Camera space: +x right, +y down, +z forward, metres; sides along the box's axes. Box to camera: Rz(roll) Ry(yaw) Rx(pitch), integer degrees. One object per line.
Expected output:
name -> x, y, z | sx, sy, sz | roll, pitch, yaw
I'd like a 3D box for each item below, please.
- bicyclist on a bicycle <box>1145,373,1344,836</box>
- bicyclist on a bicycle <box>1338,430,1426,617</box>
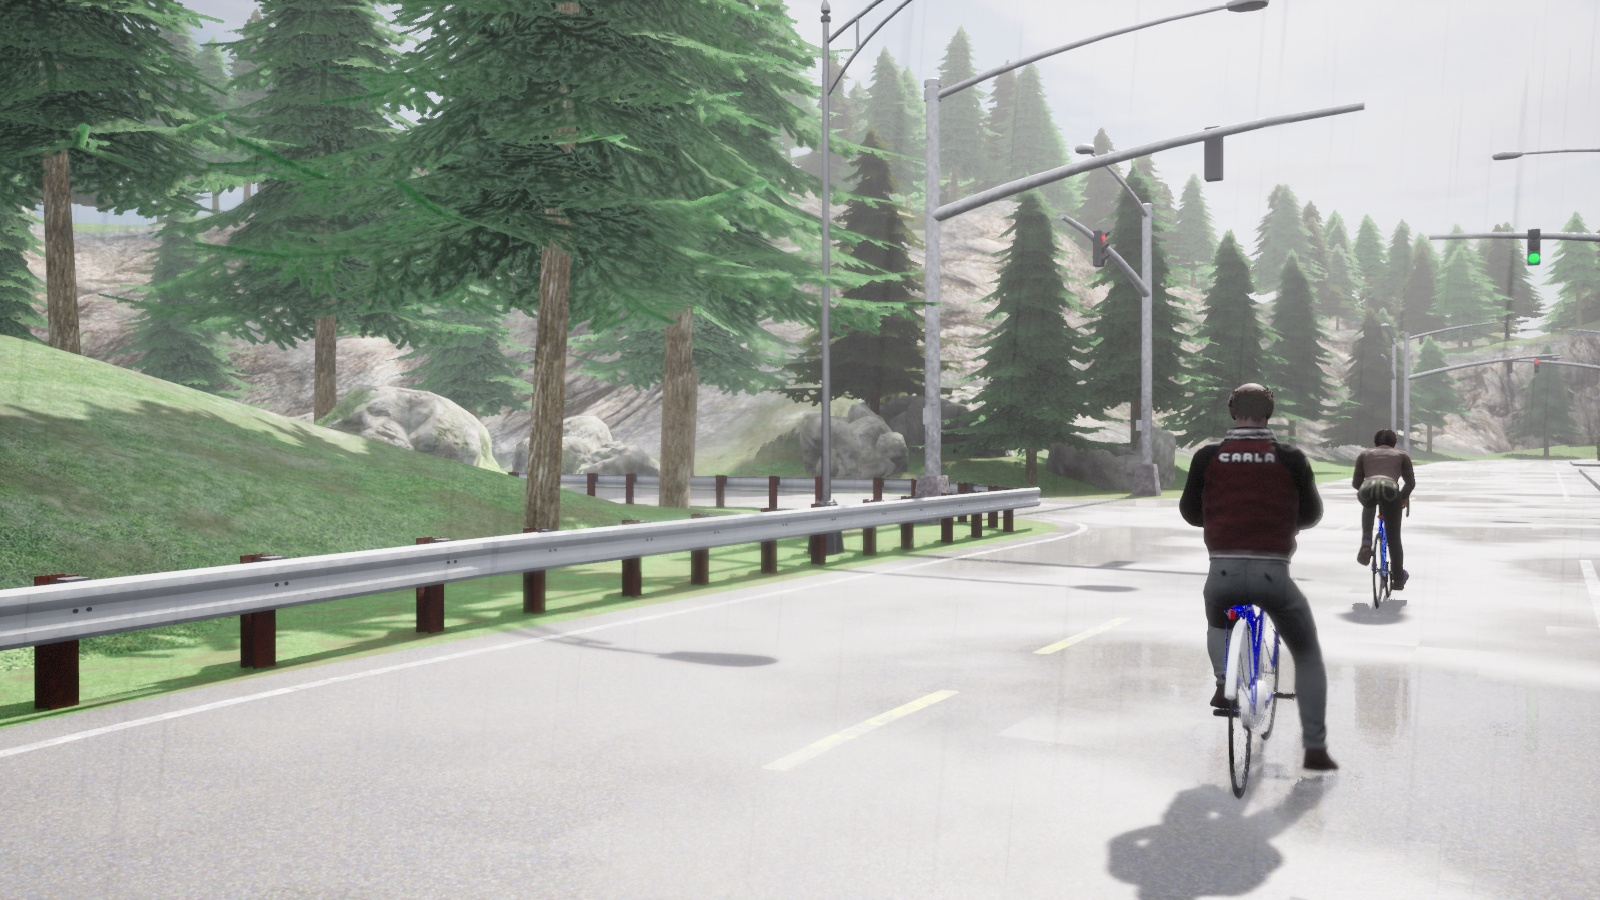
bicyclist on a bicycle -> 2.105, 0.586, 5.789 | 0.659, 1.776, 1.843 | 0, 1, 26
bicyclist on a bicycle -> 5.450, 0.638, 11.722 | 0.582, 1.620, 1.656 | 0, 0, 30
